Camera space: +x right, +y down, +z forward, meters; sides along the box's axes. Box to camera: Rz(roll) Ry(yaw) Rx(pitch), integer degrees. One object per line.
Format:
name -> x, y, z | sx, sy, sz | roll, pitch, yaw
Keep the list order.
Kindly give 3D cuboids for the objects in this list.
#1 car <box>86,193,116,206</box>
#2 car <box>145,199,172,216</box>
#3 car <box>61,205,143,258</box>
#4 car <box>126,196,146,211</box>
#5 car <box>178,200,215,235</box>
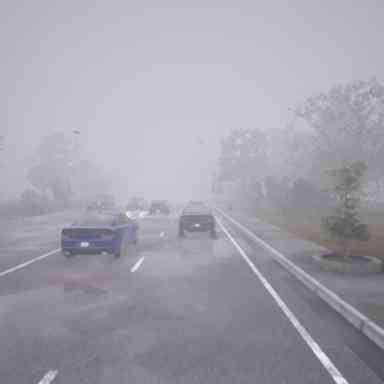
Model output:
car -> -10.222, 1.181, 37.694 | 2.150, 2.045, 5.566 | 0, 0, 1
car -> -3.084, 1.475, 32.615 | 1.837, 1.490, 4.892 | 0, 0, 1
car -> -3.300, 1.464, 12.745 | 1.882, 1.535, 5.008 | 0, 0, 0
car -> -6.690, 1.313, 40.471 | 2.097, 1.767, 4.553 | 0, 0, 1
car -> 0.270, 1.463, 18.674 | 1.882, 1.535, 5.008 | 0, 0, 1
